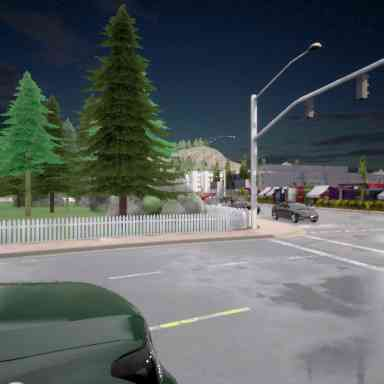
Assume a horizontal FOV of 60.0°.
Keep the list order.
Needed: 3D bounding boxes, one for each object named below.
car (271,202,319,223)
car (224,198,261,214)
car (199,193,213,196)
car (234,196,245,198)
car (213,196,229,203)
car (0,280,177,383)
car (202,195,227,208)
[{"bbox_3d":[8.046,1.560,26.339,1.837,1.490,4.892,0,0,-14],"label":"car"},{"bbox_3d":[5.454,1.656,35.245,1.895,1.301,4.718,0,0,-16],"label":"car"},{"bbox_3d":[2.939,1.277,69.605,2.150,2.045,5.566,0,0,-17],"label":"car"},{"bbox_3d":[8.704,1.547,62.289,2.128,1.511,4.902,0,0,-16],"label":"car"},{"bbox_3d":[6.086,1.559,71.154,1.837,1.490,4.892,0,0,-16],"label":"car"},{"bbox_3d":[-2.756,1.221,1.670,5.566,2.045,2.150,0,0,-36],"label":"car"},{"bbox_3d":[2.835,1.547,44.230,2.128,1.511,4.902,0,0,-16],"label":"car"}]
